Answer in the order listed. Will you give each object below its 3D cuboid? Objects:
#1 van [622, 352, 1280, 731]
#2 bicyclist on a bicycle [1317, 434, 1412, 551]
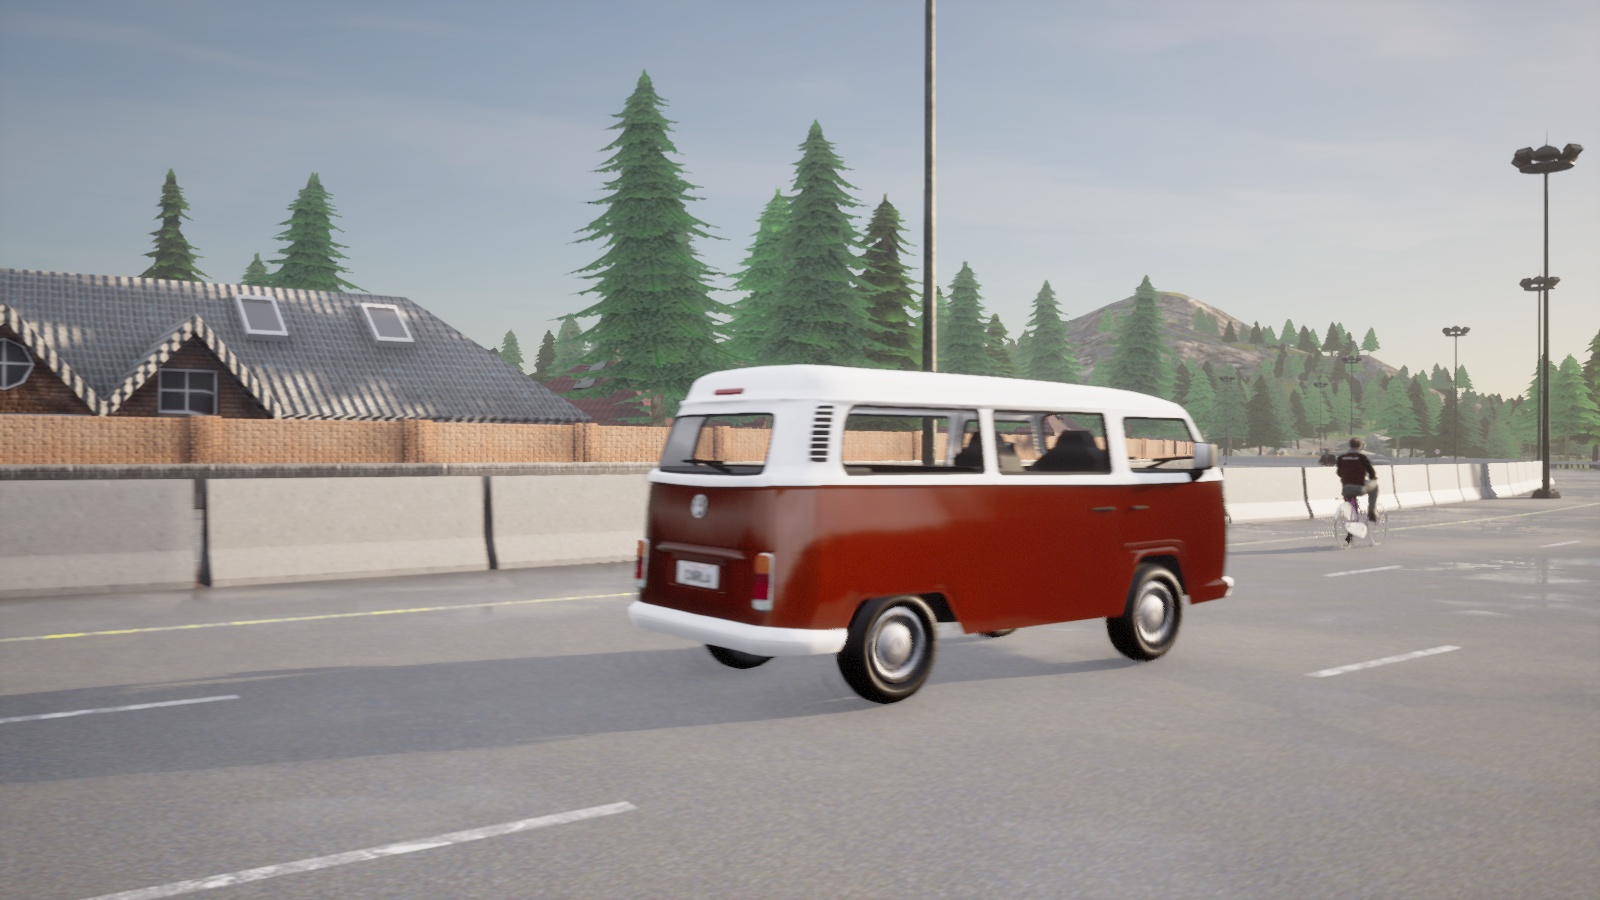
[{"bbox_3d":[1.219,0.488,8.948,4.480,2.038,2.069,0,0,-38],"label":"van"},{"bbox_3d":[8.999,0.646,19.981,1.843,1.776,0.659,0,-1,-42],"label":"bicyclist on a bicycle"}]
